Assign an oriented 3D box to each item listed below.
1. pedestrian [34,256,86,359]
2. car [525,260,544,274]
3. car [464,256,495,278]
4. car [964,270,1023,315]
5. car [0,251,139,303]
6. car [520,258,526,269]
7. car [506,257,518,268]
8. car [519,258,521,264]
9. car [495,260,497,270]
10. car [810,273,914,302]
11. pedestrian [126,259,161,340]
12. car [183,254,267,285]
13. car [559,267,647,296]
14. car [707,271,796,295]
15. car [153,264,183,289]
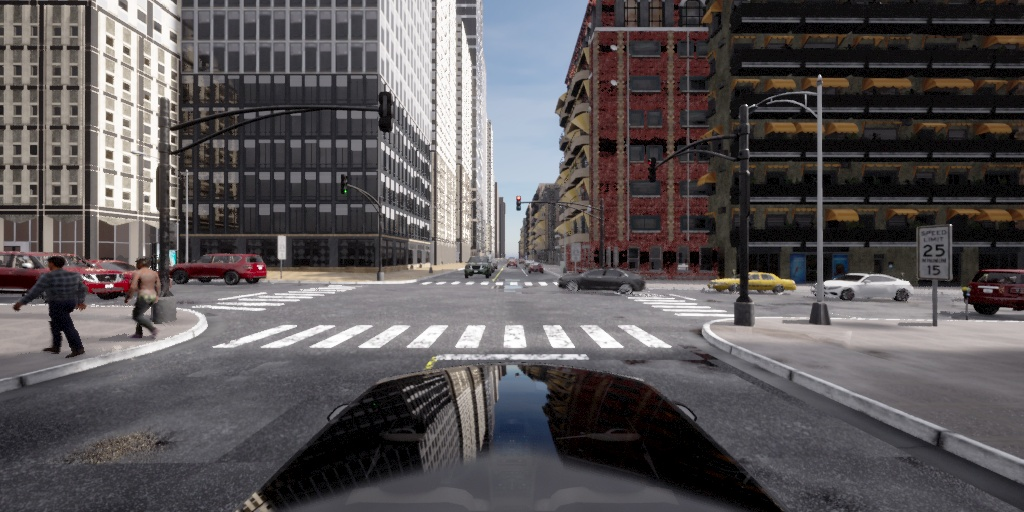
[{"bbox_3d":[-8.144,0.894,6.467,0.375,1.860,0.375,0,0,0],"label":"pedestrian"},{"bbox_3d":[2.749,1.341,41.728,1.802,1.307,4.207,0,0,0],"label":"car"},{"bbox_3d":[-3.093,0.977,33.630,2.150,2.045,5.566,0,0,0],"label":"car"},{"bbox_3d":[20.601,1.461,13.731,5.009,1.841,2.192,0,0,0],"label":"car"},{"bbox_3d":[-17.573,0.757,13.373,5.009,1.841,2.192,0,0,0],"label":"car"},{"bbox_3d":[2.701,1.317,54.645,2.007,1.370,4.403,0,0,0],"label":"car"},{"bbox_3d":[0.013,1.298,63.911,1.812,1.442,4.674,0,0,0],"label":"car"},{"bbox_3d":[2.703,1.320,60.293,2.007,1.370,4.403,0,0,0],"label":"car"},{"bbox_3d":[-3.085,1.286,43.704,1.812,1.442,4.674,0,0,0],"label":"car"},{"bbox_3d":[18.932,1.657,19.472,4.674,1.442,1.812,0,0,-1],"label":"car"},{"bbox_3d":[-8.023,0.891,7.869,0.375,1.860,0.375,0,0,0],"label":"pedestrian"},{"bbox_3d":[-17.706,0.776,21.753,5.009,1.841,2.192,0,0,0],"label":"car"},{"bbox_3d":[5.162,1.387,20.634,4.892,1.490,1.837,2,1,19],"label":"car"},{"bbox_3d":[14.634,1.587,22.028,4.829,1.417,1.751,0,0,0],"label":"car"},{"bbox_3d":[-18.158,0.916,15.960,5.008,1.535,1.882,1,0,0],"label":"car"}]
